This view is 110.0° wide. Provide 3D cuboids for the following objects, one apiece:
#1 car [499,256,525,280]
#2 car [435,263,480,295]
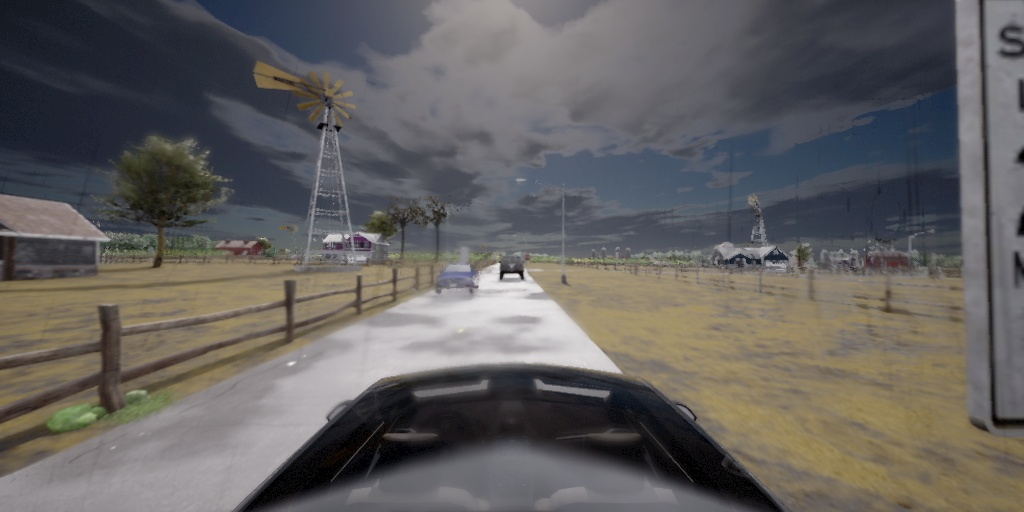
[{"bbox_3d":[-0.012,1.007,32.523,2.150,2.045,5.566,0,0,0],"label":"car"},{"bbox_3d":[-2.754,1.096,18.985,1.812,1.442,4.674,0,0,0],"label":"car"}]
